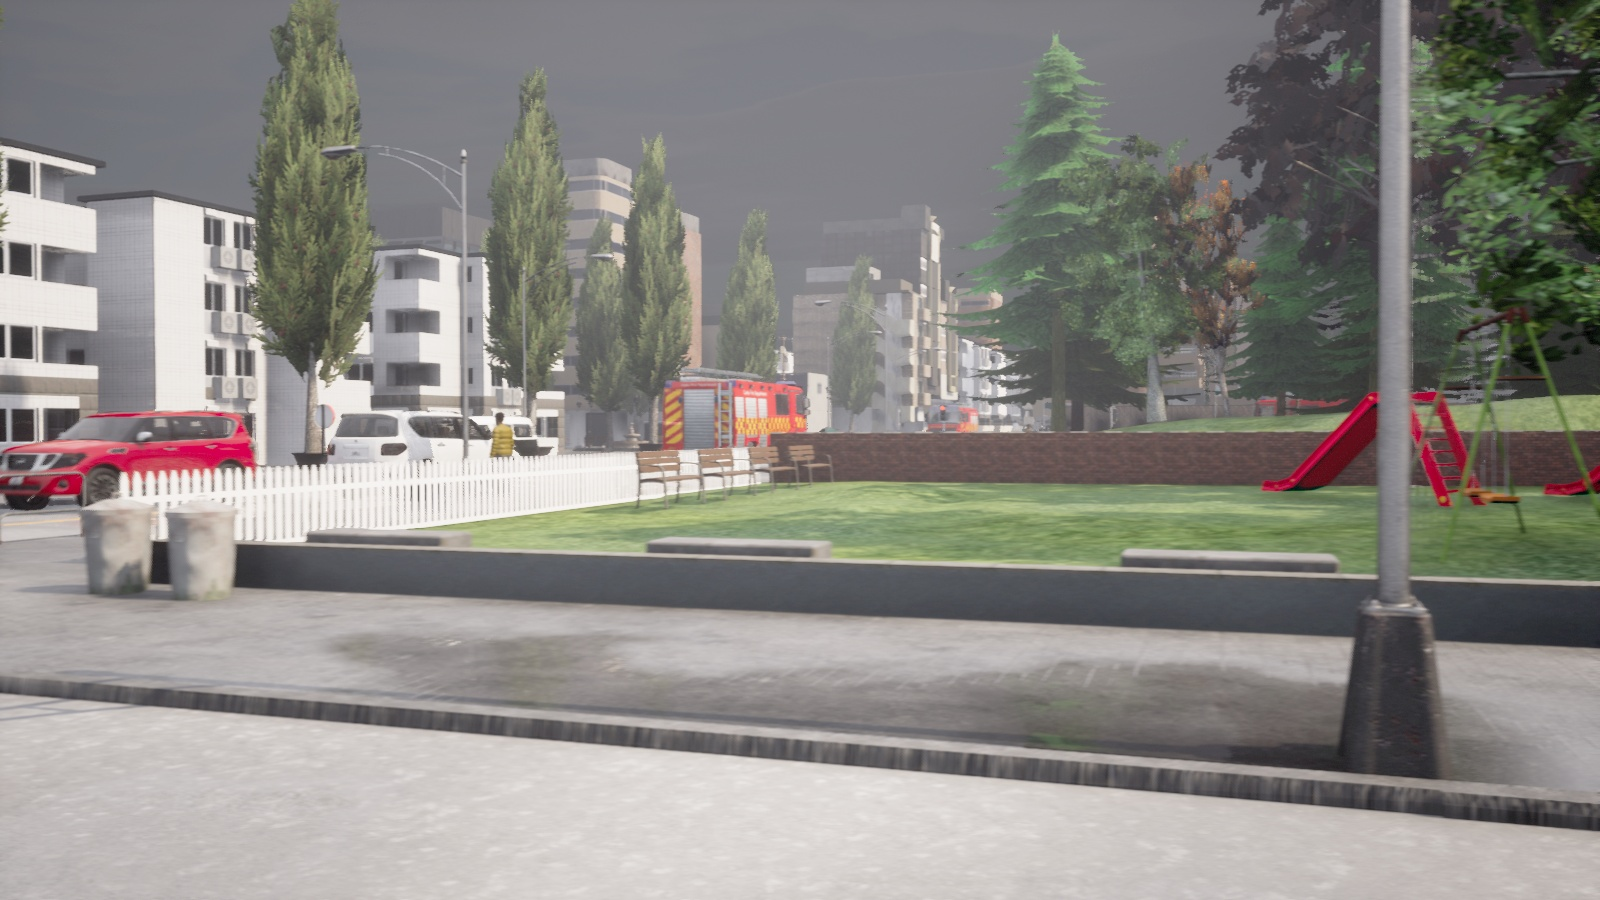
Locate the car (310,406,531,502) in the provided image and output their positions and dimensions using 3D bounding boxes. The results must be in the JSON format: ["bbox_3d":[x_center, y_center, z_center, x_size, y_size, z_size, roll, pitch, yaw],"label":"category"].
[{"bbox_3d":[-8.754,0.038,29.654,2.150,2.045,5.566,1,1,19],"label":"car"}]

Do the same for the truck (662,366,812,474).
[{"bbox_3d":[-2.249,-1.128,48.848,2.891,3.827,8.468,1,1,19],"label":"truck"}]

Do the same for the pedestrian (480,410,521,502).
[{"bbox_3d":[-6.083,0.105,25.503,0.709,1.840,0.431,1,1,35],"label":"pedestrian"}]

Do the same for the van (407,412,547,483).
[{"bbox_3d":[-9.876,-0.107,38.814,2.069,2.038,4.480,1,1,19],"label":"van"}]

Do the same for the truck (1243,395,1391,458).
[{"bbox_3d":[32.536,-1.488,79.476,8.468,3.827,2.891,1,1,19],"label":"truck"}]

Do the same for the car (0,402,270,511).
[{"bbox_3d":[-14.052,0.069,26.473,2.150,2.045,5.566,1,1,19],"label":"car"}]
